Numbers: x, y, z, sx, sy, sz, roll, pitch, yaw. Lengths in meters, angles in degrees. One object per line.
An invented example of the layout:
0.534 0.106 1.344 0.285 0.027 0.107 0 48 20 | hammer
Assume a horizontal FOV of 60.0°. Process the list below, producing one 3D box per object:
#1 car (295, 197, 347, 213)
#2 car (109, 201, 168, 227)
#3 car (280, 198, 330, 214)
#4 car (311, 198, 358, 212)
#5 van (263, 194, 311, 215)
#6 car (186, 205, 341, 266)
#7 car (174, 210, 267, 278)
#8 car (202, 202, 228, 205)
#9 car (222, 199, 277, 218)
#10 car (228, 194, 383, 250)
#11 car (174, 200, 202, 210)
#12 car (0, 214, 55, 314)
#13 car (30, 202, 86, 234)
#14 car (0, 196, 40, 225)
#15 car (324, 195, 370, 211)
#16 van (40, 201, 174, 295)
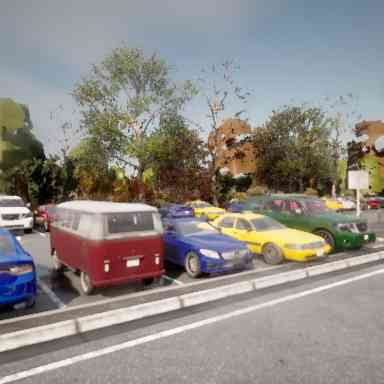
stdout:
14.121 1.393 36.775 2.097 1.535 5.008 0 0 -36 | car
-3.945 1.466 23.865 2.231 1.521 4.892 0 0 -36 | car
11.862 1.442 35.160 2.002 1.452 4.674 0 0 -36 | car
16.377 1.425 38.392 2.002 1.452 4.674 0 0 -36 | car
9.534 1.185 33.643 1.878 1.987 4.442 0 0 -36 | van
2.203 1.468 11.946 1.946 1.575 5.366 0 0 -36 | car
-0.186 1.520 10.468 2.002 1.452 4.674 0 0 -36 | car
0.681 1.444 26.938 1.946 1.575 5.366 0 0 -36 | car
5.106 1.458 30.296 2.163 1.488 4.792 0 0 -36 | car
4.392 1.211 13.704 2.435 2.045 5.566 0 0 -36 | car
-1.701 1.485 25.498 2.163 1.488 4.792 0 0 -36 | car
-4.741 1.498 7.200 2.097 1.535 5.008 0 0 -36 | car
-8.460 1.483 20.634 2.097 1.535 5.008 0 0 -36 | car
-10.698 1.241 18.991 2.435 2.045 5.566 0 0 -36 | car
18.615 1.251 40.034 2.185 1.767 4.553 0 0 -36 | car
-2.533 1.263 8.930 1.878 1.987 4.442 0 0 -36 | van
